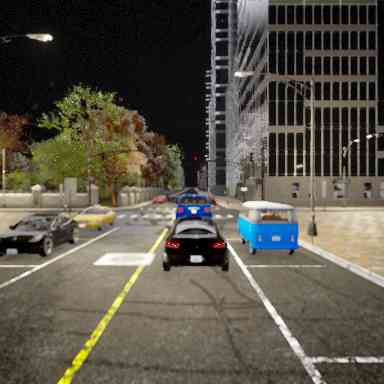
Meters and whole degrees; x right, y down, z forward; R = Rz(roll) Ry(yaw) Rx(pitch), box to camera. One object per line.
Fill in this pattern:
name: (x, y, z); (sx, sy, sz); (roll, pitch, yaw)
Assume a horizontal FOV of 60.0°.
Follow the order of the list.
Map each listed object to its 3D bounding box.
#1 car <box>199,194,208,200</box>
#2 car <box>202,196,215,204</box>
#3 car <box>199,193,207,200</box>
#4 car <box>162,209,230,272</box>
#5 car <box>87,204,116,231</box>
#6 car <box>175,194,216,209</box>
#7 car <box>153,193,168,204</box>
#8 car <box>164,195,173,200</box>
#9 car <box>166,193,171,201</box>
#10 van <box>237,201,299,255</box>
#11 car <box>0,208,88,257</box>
car: (2.728, 1.274, 79.354); (1.947, 1.339, 4.313); (0, 0, 0)
car: (2.717, 1.362, 56.630); (1.947, 1.339, 4.313); (0, 0, 0)
car: (2.731, 1.122, 85.035); (1.967, 1.590, 4.097); (0, 0, 0)
car: (0.108, 1.491, 10.551); (1.812, 1.442, 4.674); (0, 0, 0)
car: (-5.808, 1.455, 20.061); (1.752, 1.417, 4.829); (0, 0, 0)
car: (0.110, 1.148, 20.900); (2.150, 2.045, 5.566); (0, 0, 0)
car: (-5.663, 1.340, 56.631); (1.887, 1.381, 4.507); (0, 0, 0)
car: (-5.654, 1.289, 79.362); (1.802, 1.307, 4.206); (0, 0, 0)
car: (-5.661, 1.326, 62.314); (2.008, 1.369, 4.403); (0, 0, 0)
van: (2.781, 1.298, 12.824); (1.690, 1.788, 3.998); (0, 0, 0)
car: (-5.763, 1.522, 12.827); (1.947, 1.339, 4.313); (0, 0, 0)
